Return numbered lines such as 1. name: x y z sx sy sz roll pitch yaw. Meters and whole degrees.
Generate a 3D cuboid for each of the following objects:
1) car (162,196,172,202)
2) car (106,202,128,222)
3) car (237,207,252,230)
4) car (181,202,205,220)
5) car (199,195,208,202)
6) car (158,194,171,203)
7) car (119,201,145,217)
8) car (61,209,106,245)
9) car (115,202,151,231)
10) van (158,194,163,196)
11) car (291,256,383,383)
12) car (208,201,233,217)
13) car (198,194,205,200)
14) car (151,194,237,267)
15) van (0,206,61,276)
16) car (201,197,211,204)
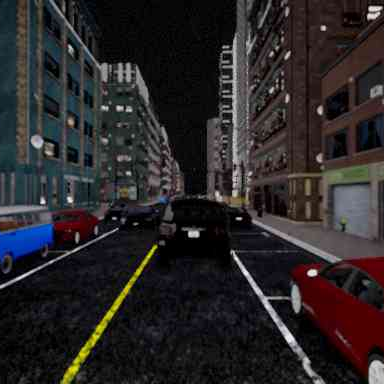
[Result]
1. car: -5.738 1.569 75.608 1.887 1.381 4.507 0 0 0
2. car: -5.702 1.566 26.634 1.947 1.339 4.313 0 0 0
3. car: 2.683 1.565 21.105 1.947 1.339 4.313 0 0 0
4. car: 0.068 1.601 28.904 1.895 1.301 4.718 0 0 0
5. car: 2.644 1.464 75.613 1.967 1.590 4.097 0 0 0
6. car: -5.732 1.335 70.080 2.192 1.841 5.009 0 0 0
7. car: -5.706 1.583 32.158 1.802 1.307 4.206 0 0 0
8. car: -5.694 1.544 15.588 1.887 1.381 4.507 0 0 0
9. car: -3.109 1.563 20.346 1.994 1.385 4.181 0 0 0
10. van: -5.729 1.358 64.552 1.690 1.788 3.998 0 0 0
11. car: 2.695 1.544 4.534 1.887 1.381 4.507 0 0 0
12. car: 2.675 1.567 32.152 1.947 1.339 4.313 0 0 0
13. car: 2.631 1.479 92.196 1.967 1.590 4.097 0 0 0
14. car: 0.067 1.222 11.596 2.150 2.045 5.566 0 0 0
15. van: -5.688 1.341 10.064 1.690 1.788 3.998 0 0 0
16. car: 2.651 1.598 64.557 1.802 1.307 4.206 0 0 0
